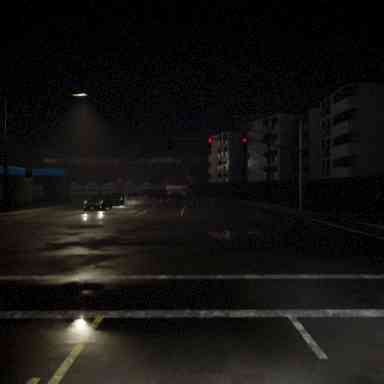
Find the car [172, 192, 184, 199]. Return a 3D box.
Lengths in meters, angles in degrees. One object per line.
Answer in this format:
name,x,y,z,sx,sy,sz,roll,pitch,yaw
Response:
car,-3.577,0.742,68.436,2.033,1.411,5.357,-1,1,-32

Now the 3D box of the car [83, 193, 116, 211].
car,-9.930,1.001,35.223,2.097,1.767,4.553,0,1,-1

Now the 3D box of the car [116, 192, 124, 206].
car,-10.319,0.869,45.031,2.097,1.767,4.553,0,1,-8

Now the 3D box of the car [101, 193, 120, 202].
car,-14.624,0.878,59.213,2.033,1.411,5.357,0,1,-28

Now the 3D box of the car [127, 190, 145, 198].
car,-12.519,0.607,74.511,1.895,1.301,4.718,-1,1,-45

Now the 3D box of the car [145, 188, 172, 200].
car,-6.832,0.438,67.057,2.150,2.045,5.566,-1,1,-32

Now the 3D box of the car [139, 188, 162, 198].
car,-9.604,0.166,76.513,2.150,2.045,5.566,-1,1,-45
